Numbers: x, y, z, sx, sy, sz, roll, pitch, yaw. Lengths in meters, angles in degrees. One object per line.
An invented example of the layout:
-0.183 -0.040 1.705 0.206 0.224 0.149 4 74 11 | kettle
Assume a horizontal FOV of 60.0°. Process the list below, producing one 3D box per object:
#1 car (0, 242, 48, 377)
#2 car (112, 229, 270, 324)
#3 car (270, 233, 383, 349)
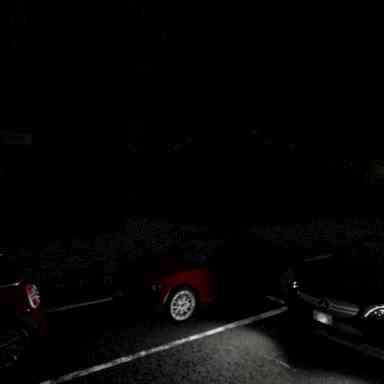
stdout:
-4.030 1.441 3.882 4.097 1.590 1.967 0 1 -35 | car
0.553 1.533 7.143 4.507 1.381 1.887 0 1 -35 | car
3.750 1.510 6.057 4.674 1.442 1.812 0 0 -35 | car
